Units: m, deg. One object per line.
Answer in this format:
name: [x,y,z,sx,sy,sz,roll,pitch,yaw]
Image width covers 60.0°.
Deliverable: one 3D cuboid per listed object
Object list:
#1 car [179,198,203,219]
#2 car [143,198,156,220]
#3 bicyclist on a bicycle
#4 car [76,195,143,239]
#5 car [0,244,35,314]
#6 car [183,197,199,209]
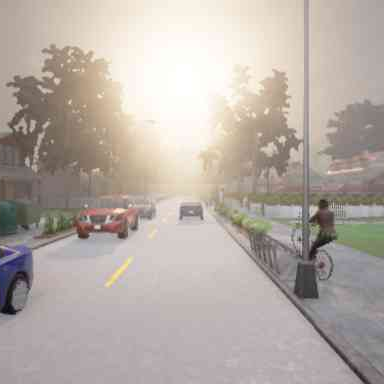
car: [-0.062,1.427,28.769,1.882,1.535,5.008,0,0,0]
car: [-4.224,1.304,27.684,2.097,1.767,4.553,0,0,0]
bicyclist on a bicycle: [2.801,0.957,7.451,0.582,1.620,1.656,2,27,-15]
car: [-4.193,1.192,17.401,2.150,2.045,5.566,0,0,-1]
car: [-4.116,1.469,4.713,1.882,1.535,5.008,0,0,0]
car: [-0.166,1.467,45.779,2.033,1.411,5.357,0,0,0]
